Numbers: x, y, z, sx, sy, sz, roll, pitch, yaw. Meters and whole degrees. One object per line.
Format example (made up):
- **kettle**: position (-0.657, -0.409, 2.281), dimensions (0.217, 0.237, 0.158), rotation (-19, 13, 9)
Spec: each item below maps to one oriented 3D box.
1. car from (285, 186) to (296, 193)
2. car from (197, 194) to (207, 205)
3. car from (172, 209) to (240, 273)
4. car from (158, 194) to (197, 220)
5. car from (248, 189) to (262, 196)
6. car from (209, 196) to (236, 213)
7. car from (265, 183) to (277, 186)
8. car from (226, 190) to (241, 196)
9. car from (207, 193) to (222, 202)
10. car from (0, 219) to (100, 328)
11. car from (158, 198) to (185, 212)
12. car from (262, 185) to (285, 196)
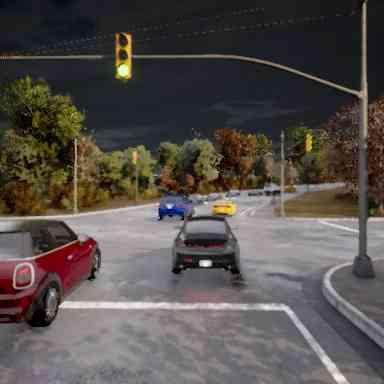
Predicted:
- **car**: position (21.874, -0.718, 74.911), dimensions (1.882, 1.535, 5.008), rotation (0, 3, 37)
- **car**: position (0.172, 1.115, 48.191), dimensions (2.097, 1.767, 4.553), rotation (0, 2, 19)
- **car**: position (0.447, 1.519, 10.719), dimensions (1.837, 1.490, 4.892), rotation (0, 0, 2)
- **car**: position (-1.266, 1.255, 28.093), dimensions (2.150, 2.045, 5.566), rotation (0, 0, 10)
- **car**: position (12.945, 0.104, 67.608), dimensions (1.994, 1.385, 4.181), rotation (0, 4, 32)
- **car**: position (3.178, 1.511, 32.378), dimensions (1.882, 1.535, 5.008), rotation (0, 0, 12)
- **car**: position (18.263, -0.945, 75.873), dimensions (2.150, 2.045, 5.566), rotation (0, 3, 37)
- **car**: position (8.374, 0.261, 66.681), dimensions (1.812, 1.442, 4.674), rotation (0, 3, 27)
- **car**: position (3.834, 0.858, 57.537), dimensions (1.812, 1.442, 4.674), rotation (0, 3, 22)
- **car**: position (-3.448, 1.359, 7.145), dimensions (2.097, 1.767, 4.553), rotation (0, 0, -2)
- **car**: position (-2.413, 1.540, 39.780), dimensions (1.994, 1.385, 4.181), rotation (0, 1, 16)
- **car**: position (16.293, -0.016, 66.402), dimensions (1.882, 1.535, 5.008), rotation (0, 4, 32)
